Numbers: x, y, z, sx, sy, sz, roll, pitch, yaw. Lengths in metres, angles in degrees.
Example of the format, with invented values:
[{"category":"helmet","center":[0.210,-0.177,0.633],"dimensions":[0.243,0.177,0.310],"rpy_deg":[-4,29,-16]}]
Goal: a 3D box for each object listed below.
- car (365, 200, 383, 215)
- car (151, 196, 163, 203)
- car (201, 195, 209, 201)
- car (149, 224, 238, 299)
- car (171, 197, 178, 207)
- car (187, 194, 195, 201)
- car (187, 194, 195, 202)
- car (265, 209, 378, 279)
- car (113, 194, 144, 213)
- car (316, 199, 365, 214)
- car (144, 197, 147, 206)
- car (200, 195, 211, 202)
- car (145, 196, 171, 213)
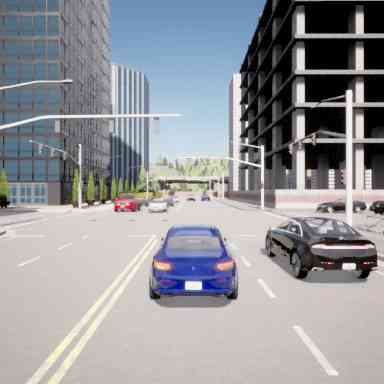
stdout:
[{"category":"car","center":[19.762,1.166,31.142],"dimensions":[5.566,2.045,2.150],"rpy_deg":[0,0,0]},{"category":"car","center":[-7.141,1.562,67.676],"dimensions":[1.994,1.385,4.181],"rpy_deg":[0,0,0]},{"category":"car","center":[3.332,1.483,86.991],"dimensions":[1.837,1.490,4.892],"rpy_deg":[0,0,0]},{"category":"car","center":[0.044,1.526,8.314],"dimensions":[1.812,1.442,4.674],"rpy_deg":[0,0,0]},{"category":"car","center":[-3.695,1.547,50.903],"dimensions":[2.033,1.411,5.357],"rpy_deg":[0,0,0]},{"category":"car","center":[-0.168,1.339,86.954],"dimensions":[2.097,1.767,4.553],"rpy_deg":[0,0,0]},{"category":"car","center":[-0.152,1.593,78.251],"dimensions":[1.895,1.301,4.718],"rpy_deg":[0,0,0]},{"category":"car","center":[3.560,1.492,10.038],"dimensions":[2.128,1.511,4.902],"rpy_deg":[0,0,-1]},{"category":"car","center":[-7.170,1.206,37.170],"dimensions":[2.150,2.045,5.566],"rpy_deg":[0,-1,0]},{"category":"car","center":[15.516,1.436,34.631],"dimensions":[4.902,1.511,2.128],"rpy_deg":[0,0,0]},{"category":"car","center":[-7.196,1.547,52.141],"dimensions":[2.033,1.411,5.357],"rpy_deg":[0,0,0]},{"category":"car","center":[3.349,1.522,77.916],"dimensions":[1.812,1.442,4.674],"rpy_deg":[0,0,0]},{"category":"car","center":[-3.670,1.496,36.262],"dimensions":[1.812,1.442,4.674],"rpy_deg":[0,0,0]}]
